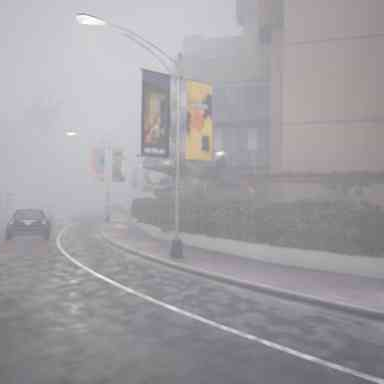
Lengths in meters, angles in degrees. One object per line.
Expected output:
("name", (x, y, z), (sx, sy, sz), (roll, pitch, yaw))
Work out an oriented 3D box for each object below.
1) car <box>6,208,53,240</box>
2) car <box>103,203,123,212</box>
("car", (-9.187, 1.673, 19.125), (2.097, 1.767, 4.553), (1, -1, -20))
("car", (-14.100, 2.673, 59.597), (1.882, 1.535, 5.008), (0, -1, 14))
